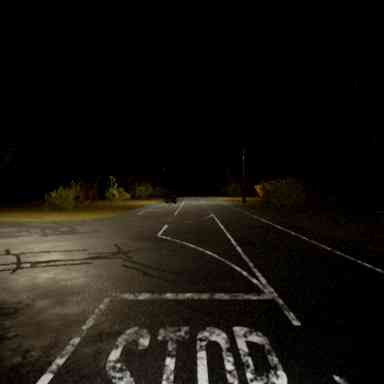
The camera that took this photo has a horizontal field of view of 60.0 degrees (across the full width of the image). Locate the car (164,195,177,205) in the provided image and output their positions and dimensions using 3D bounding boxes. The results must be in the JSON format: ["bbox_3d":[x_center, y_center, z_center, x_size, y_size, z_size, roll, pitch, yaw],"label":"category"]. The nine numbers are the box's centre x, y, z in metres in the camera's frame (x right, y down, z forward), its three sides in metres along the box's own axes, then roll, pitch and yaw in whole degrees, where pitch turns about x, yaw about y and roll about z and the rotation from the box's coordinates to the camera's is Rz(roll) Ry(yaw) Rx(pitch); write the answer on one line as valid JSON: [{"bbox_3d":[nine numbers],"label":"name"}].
[{"bbox_3d":[-3.269,1.255,52.272,1.812,1.442,4.674,0,0,0],"label":"car"}]
